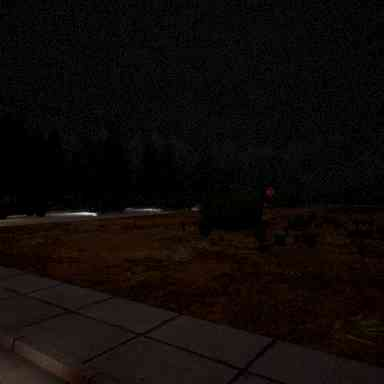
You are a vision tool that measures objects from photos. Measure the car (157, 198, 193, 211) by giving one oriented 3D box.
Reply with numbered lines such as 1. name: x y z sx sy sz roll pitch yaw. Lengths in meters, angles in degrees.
1. car: -1.760 1.531 42.040 1.837 1.490 4.892 0 0 36

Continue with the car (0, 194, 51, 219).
1. car: -15.468 1.248 29.695 2.150 2.045 5.566 0 0 36

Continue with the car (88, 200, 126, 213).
1. car: -9.573 1.591 37.673 1.994 1.385 4.181 0 0 37

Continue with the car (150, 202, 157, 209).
1. car: -3.375 1.574 46.056 2.033 1.411 5.357 0 0 37
